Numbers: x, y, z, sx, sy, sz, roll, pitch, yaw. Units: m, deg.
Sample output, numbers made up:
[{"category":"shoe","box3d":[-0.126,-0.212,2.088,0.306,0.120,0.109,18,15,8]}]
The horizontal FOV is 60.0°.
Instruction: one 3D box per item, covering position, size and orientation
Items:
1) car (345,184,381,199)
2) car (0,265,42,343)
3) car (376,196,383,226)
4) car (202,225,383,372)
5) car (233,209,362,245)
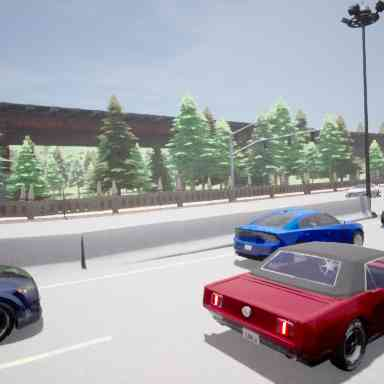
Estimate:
[{"category":"car","box3d":[17.407,-0.095,33.785,4.674,1.442,1.812,-4,2,-36]},{"category":"car","box3d":[-4.496,1.563,4.842,4.181,1.385,1.994,0,0,-36]},{"category":"car","box3d":[10.833,0.880,15.870,4.181,1.385,1.994,-4,2,-36]},{"category":"car","box3d":[2.566,1.528,5.602,4.718,1.301,1.895,-2,1,-36]},{"category":"car","box3d":[3.554,1.283,10.625,5.008,1.535,1.882,-3,2,-36]}]
